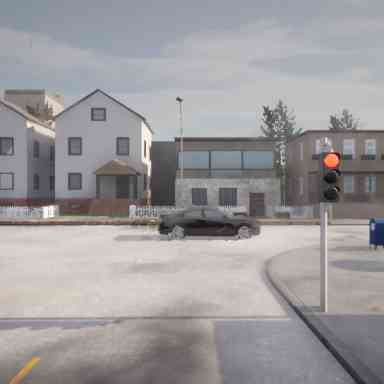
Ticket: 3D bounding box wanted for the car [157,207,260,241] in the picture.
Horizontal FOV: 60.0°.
[{"bbox_3d":[0.800,1.477,16.246,5.008,1.535,1.882,0,0,0],"label":"car"}]
